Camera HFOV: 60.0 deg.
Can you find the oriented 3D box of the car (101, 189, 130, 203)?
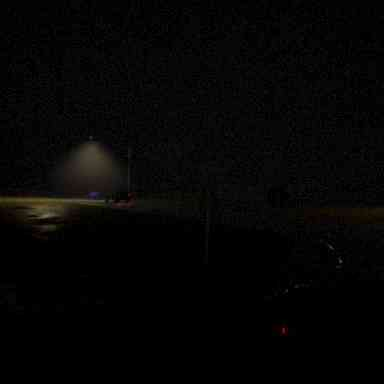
[{"bbox_3d":[-11.517,0.584,51.074,2.150,2.045,5.566,2,0,-35],"label":"car"}]

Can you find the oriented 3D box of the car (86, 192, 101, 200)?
[{"bbox_3d":[-17.550,0.688,59.536,1.812,1.442,4.674,2,0,-35],"label":"car"}]

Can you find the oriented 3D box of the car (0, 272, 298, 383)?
[{"bbox_3d":[-1.364,1.551,2.898,5.357,1.411,2.033,0,0,-36],"label":"car"}]
